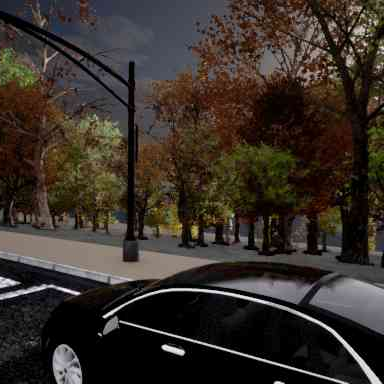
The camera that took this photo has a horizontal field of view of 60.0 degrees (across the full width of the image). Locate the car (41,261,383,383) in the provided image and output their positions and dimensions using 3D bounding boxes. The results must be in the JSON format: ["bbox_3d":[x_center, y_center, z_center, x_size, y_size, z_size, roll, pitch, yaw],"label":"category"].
[{"bbox_3d":[0.389,1.505,3.397,4.892,1.490,1.837,0,0,36],"label":"car"}]
